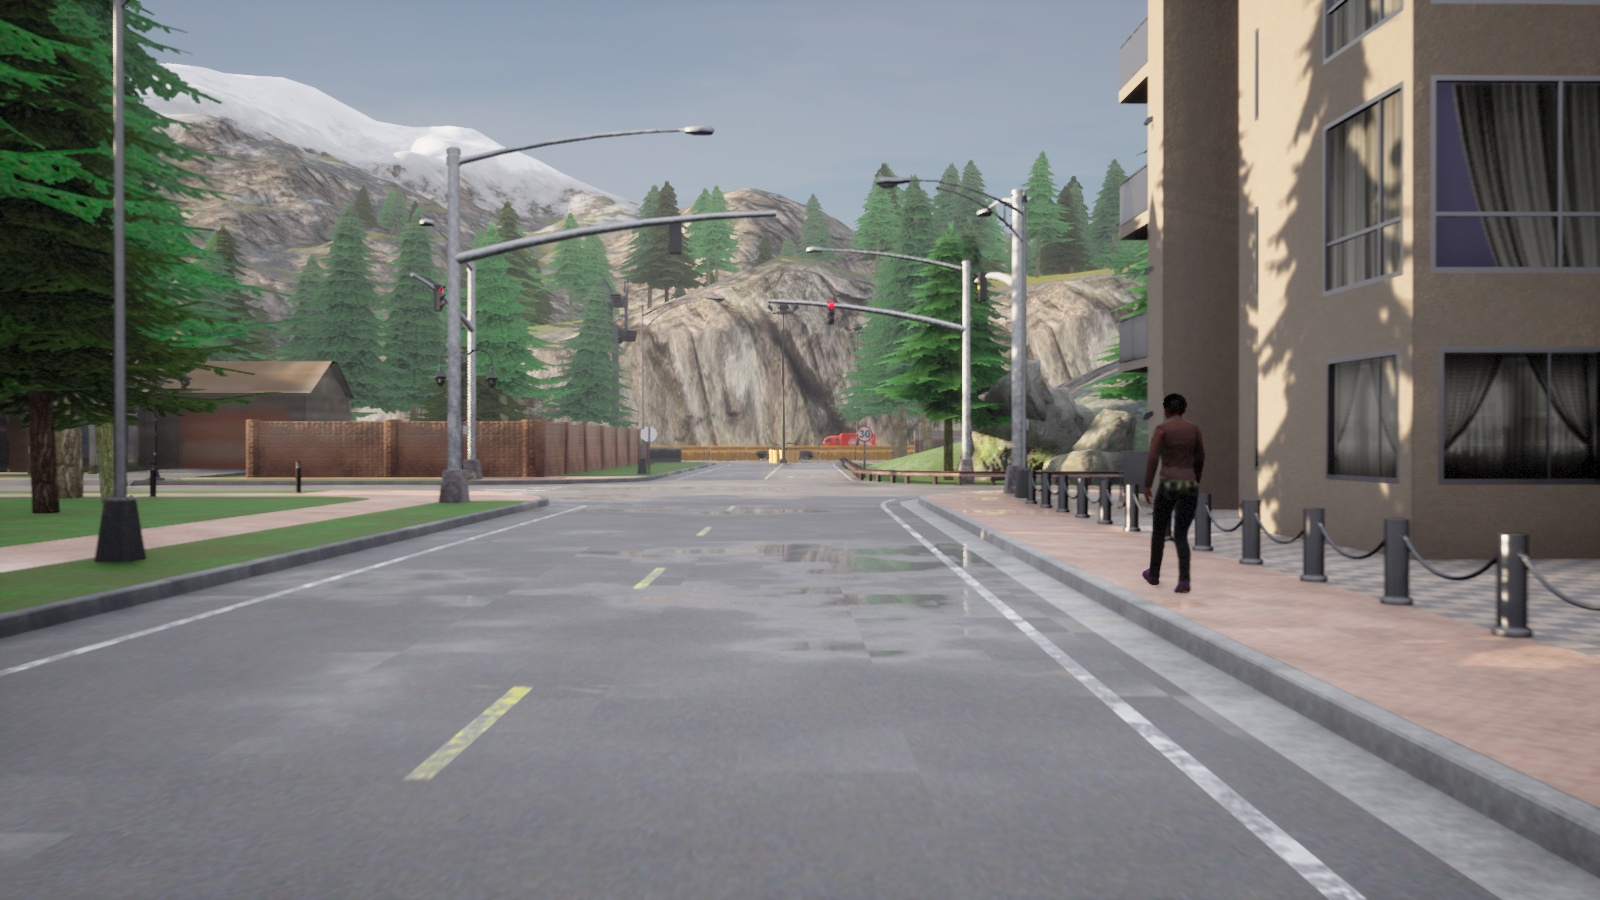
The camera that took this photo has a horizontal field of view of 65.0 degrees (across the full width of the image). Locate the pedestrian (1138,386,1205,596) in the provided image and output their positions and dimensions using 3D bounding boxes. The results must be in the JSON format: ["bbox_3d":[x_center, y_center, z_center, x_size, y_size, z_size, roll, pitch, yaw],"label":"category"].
[{"bbox_3d":[3.312,0.347,11.229,0.328,1.805,0.869,0,0,0],"label":"pedestrian"}]
